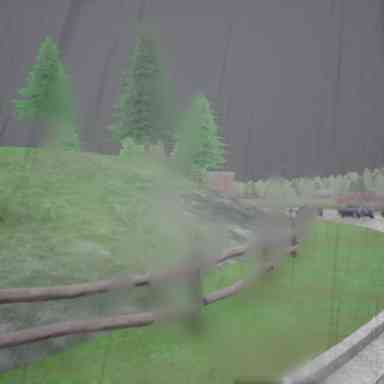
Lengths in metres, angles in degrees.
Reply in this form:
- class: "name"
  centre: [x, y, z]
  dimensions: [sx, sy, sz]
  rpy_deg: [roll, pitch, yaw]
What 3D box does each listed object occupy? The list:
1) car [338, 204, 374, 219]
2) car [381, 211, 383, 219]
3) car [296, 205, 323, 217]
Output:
- class: "car"
  centre: [19.426, 2.218, 39.604]
  dimensions: [2.097, 1.767, 4.553]
  rpy_deg: [0, -1, -7]
- class: "car"
  centre: [23.174, 2.335, 37.095]
  dimensions: [1.812, 1.442, 4.674]
  rpy_deg: [0, -1, -5]
- class: "car"
  centre: [15.419, 2.464, 43.719]
  dimensions: [1.837, 1.490, 4.892]
  rpy_deg: [0, -1, -7]
